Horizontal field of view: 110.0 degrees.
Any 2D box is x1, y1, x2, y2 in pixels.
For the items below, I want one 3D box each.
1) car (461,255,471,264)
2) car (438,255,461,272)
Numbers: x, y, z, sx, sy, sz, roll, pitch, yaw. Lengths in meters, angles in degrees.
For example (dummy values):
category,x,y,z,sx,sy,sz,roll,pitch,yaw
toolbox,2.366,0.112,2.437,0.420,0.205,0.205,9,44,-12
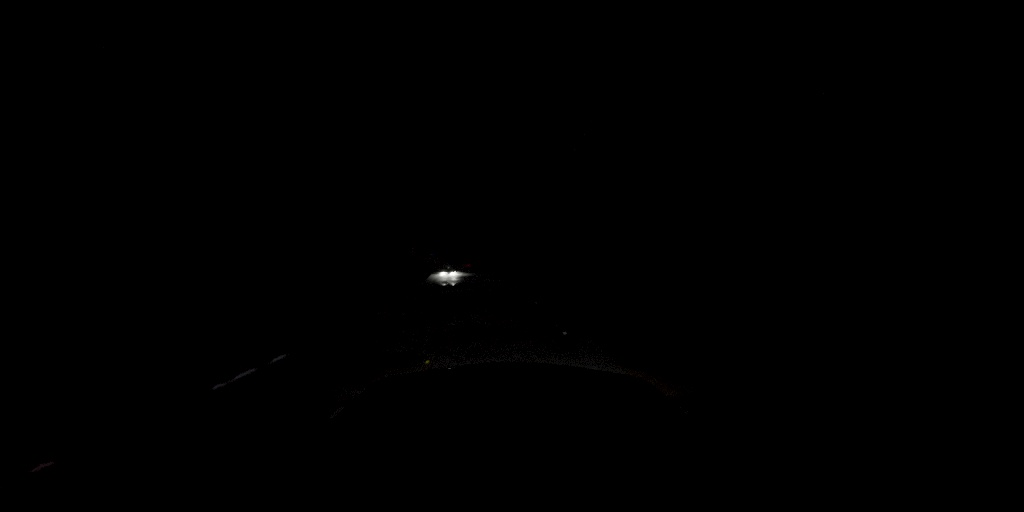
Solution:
category,x,y,z,sx,sy,sz,roll,pitch,yaw
car,-8.401,0.623,61.904,1.837,1.490,4.892,-2,2,-18
car,-7.649,1.031,42.833,2.128,1.511,4.902,-1,1,-12
